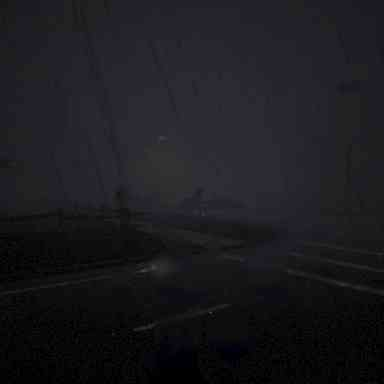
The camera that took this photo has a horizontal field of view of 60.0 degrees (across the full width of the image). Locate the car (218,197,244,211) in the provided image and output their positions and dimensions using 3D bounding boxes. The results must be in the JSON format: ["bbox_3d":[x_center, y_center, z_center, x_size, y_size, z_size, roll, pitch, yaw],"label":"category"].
[{"bbox_3d":[3.894,1.298,38.678,1.882,1.535,5.008,0,0,-35],"label":"car"}]

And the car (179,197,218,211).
[{"bbox_3d":[0.405,1.349,37.557,1.837,1.490,4.892,0,0,-35],"label":"car"}]

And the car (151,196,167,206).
[{"bbox_3d":[-5.764,1.348,52.583,1.812,1.442,4.674,0,0,-35],"label":"car"}]

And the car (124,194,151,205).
[{"bbox_3d":[-8.630,0.975,50.568,1.882,1.535,5.008,0,0,-35],"label":"car"}]
